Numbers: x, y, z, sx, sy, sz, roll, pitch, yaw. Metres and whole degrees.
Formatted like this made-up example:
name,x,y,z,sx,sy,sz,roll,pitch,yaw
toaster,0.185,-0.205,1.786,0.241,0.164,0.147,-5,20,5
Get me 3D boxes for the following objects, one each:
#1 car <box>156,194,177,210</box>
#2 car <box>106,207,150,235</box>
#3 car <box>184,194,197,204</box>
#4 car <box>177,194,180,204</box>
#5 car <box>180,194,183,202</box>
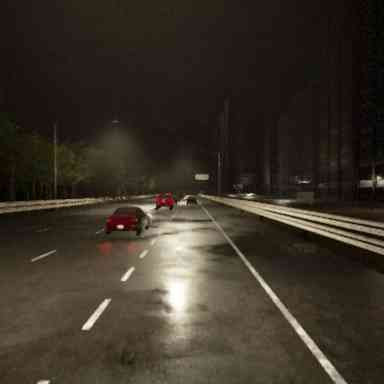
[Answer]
name,x,y,z,sx,sy,sz,roll,pitch,yaw
car,-3.570,1.277,44.652,2.150,2.045,5.566,0,0,0
car,-3.505,1.536,18.608,1.812,1.442,4.674,0,0,0
car,-0.064,1.583,64.722,1.882,1.535,5.008,0,0,0
car,-3.656,1.607,62.616,1.837,1.490,4.892,0,0,0
car,-3.772,1.710,80.638,1.994,1.385,4.181,0,0,0
